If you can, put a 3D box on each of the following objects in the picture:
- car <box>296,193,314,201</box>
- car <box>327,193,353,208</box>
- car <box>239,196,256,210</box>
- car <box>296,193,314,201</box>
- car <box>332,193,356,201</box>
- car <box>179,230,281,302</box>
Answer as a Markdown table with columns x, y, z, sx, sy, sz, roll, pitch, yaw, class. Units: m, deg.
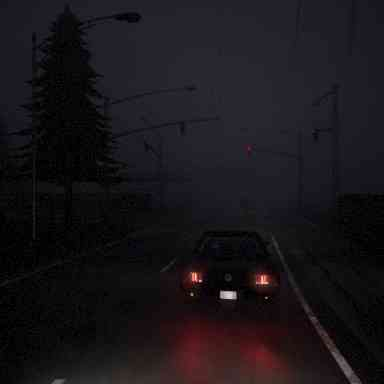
| x | y | z | sx | sy | sz | roll | pitch | yaw | class |
| --- | --- | --- | --- | --- | --- | --- | --- | --- | --- |
| 27.233 | 1.077 | 79.946 | 3.866 | 1.878 | 1.905 | 0 | 0 | 10 | car |
| 20.189 | 1.330 | 43.026 | 5.027 | 1.636 | 2.152 | 0 | 0 | 10 | car |
| 7.177 | 1.352 | 43.231 | 2.097 | 1.767 | 4.553 | 0 | 0 | 10 | car |
| 26.057 | 1.361 | 76.777 | 3.806 | 1.475 | 1.970 | 0 | 0 | 10 | car |
| 34.415 | 1.097 | 75.350 | 4.605 | 1.855 | 1.932 | 0 | 0 | 10 | car |
| 0.979 | 1.601 | 8.289 | 1.895 | 1.301 | 4.718 | 0 | 0 | 8 | car |
